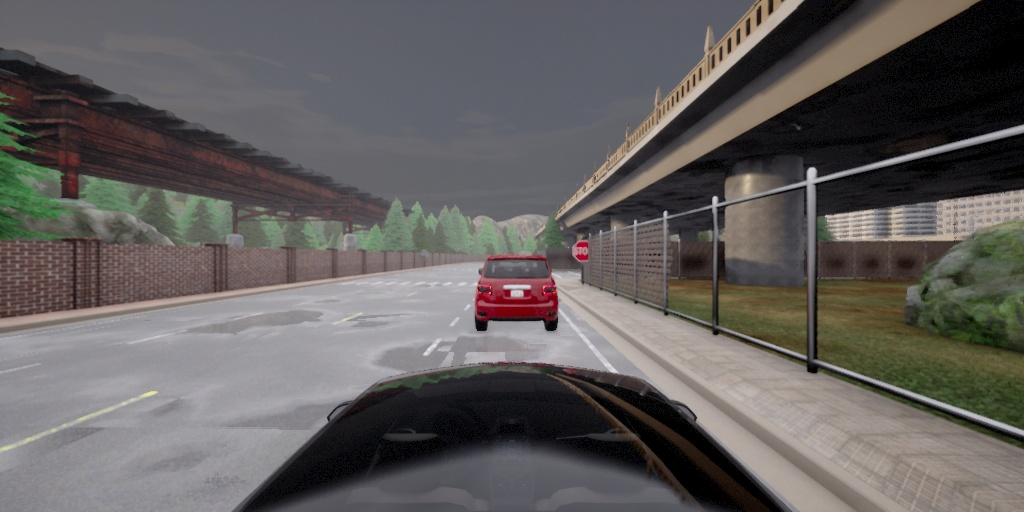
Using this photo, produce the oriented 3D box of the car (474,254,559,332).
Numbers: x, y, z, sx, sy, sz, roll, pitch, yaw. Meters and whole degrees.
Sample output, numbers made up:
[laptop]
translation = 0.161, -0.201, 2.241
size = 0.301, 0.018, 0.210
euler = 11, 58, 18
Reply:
[car]
translation = 0.104, 0.975, 11.079
size = 2.150, 2.045, 5.566
euler = 0, 0, 0
